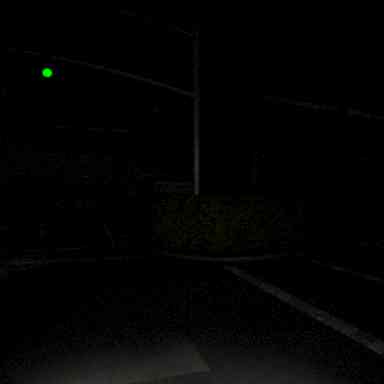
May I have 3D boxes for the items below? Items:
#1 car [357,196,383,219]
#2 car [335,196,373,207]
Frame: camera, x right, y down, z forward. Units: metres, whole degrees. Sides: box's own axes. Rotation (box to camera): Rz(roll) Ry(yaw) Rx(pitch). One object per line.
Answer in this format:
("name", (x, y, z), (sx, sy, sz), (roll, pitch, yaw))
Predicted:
("car", (15.038, 1.250, 26.387), (1.905, 1.878, 3.866), (0, 0, -18))
("car", (23.535, 1.345, 48.495), (2.128, 1.511, 4.902), (0, 0, -17))
